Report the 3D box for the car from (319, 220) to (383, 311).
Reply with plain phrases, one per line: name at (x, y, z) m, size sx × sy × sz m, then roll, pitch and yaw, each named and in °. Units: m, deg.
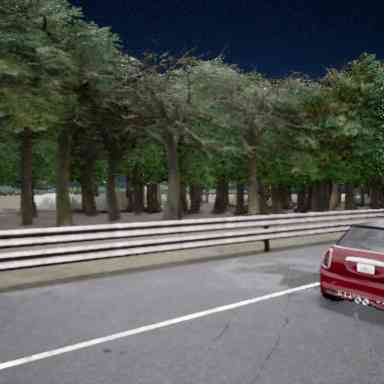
car at (4.776, 1.349, 6.986) m, size 4.553 × 1.767 × 2.097 m, roll 0°, pitch 0°, yaw -34°
